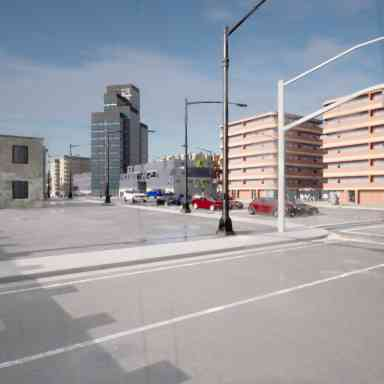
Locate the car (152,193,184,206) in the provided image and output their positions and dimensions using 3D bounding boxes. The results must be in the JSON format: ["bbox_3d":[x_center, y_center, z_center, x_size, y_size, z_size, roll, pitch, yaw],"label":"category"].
[{"bbox_3d":[-3.163,1.157,44.402,1.994,1.385,4.181,0,1,-34],"label":"car"}]

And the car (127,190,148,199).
[{"bbox_3d":[-10.042,0.439,60.810,1.837,1.490,4.892,0,1,-34],"label":"car"}]

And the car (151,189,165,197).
[{"bbox_3d":[-7.580,0.334,69.602,2.150,2.045,5.566,0,1,-34],"label":"car"}]

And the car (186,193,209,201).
[{"bbox_3d":[0.964,0.959,63.321,1.895,1.301,4.718,0,1,-34],"label":"car"}]

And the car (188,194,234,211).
[{"bbox_3d":[1.962,1.229,36.894,1.882,1.535,5.008,0,1,-34],"label":"car"}]

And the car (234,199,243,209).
[{"bbox_3d":[4.142,1.256,39.914,1.812,1.442,4.674,0,1,-34],"label":"car"}]

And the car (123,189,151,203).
[{"bbox_3d":[-9.130,0.627,53.177,2.150,2.045,5.566,0,1,-33],"label":"car"}]

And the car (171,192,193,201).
[{"bbox_3d":[-1.919,0.862,61.434,1.837,1.490,4.892,0,1,-34],"label":"car"}]

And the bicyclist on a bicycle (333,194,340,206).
[{"bbox_3d":[19.976,1.094,45.979,1.656,1.620,0.582,0,1,-34],"label":"bicyclist on a bicycle"}]

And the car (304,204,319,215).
[{"bbox_3d":[9.492,1.413,32.096,2.033,1.411,5.357,0,1,-35],"label":"car"}]

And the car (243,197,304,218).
[{"bbox_3d":[7.111,1.231,29.387,2.097,1.767,4.553,0,1,-34],"label":"car"}]

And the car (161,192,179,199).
[{"bbox_3d":[-4.676,0.661,71.557,1.994,1.385,4.181,0,1,-34],"label":"car"}]
